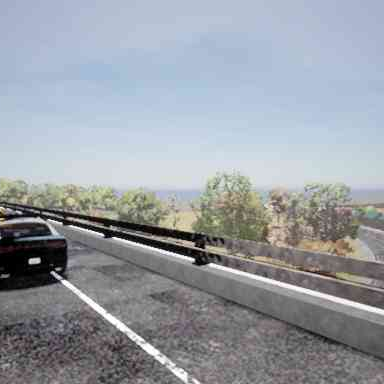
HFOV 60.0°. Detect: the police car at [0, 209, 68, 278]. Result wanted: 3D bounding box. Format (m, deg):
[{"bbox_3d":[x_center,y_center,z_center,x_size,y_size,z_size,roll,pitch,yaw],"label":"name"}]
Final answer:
[{"bbox_3d":[-5.281,1.457,10.047,1.930,1.638,5.238,0,0,-36],"label":"police car"}]
